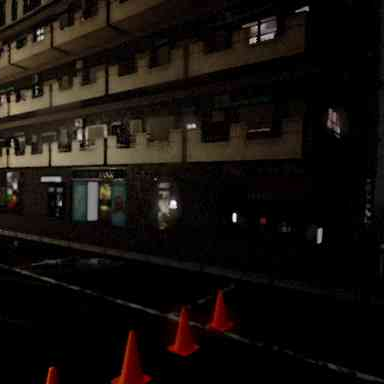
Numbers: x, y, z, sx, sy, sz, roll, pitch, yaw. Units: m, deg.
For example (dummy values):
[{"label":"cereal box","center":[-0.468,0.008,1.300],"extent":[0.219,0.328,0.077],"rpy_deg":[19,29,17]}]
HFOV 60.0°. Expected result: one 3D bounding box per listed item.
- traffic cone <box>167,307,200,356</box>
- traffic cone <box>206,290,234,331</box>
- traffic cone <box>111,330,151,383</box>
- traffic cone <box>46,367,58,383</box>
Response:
[{"label":"traffic cone","center":[-0.119,1.914,4.689],"extent":[0.340,0.580,0.340],"rpy_deg":[1,1,36]},{"label":"traffic cone","center":[0.467,1.915,5.498],"extent":[0.340,0.580,0.340],"rpy_deg":[1,1,36]},{"label":"traffic cone","center":[-0.705,1.913,3.879],"extent":[0.340,0.580,0.340],"rpy_deg":[1,1,36]},{"label":"traffic cone","center":[-1.292,1.913,3.069],"extent":[0.340,0.580,0.340],"rpy_deg":[1,1,36]}]
